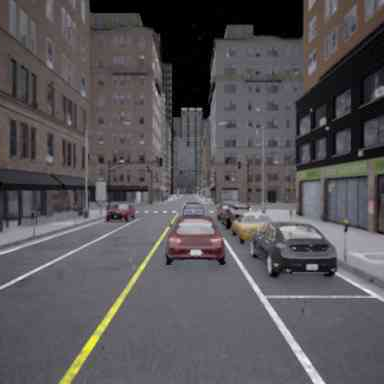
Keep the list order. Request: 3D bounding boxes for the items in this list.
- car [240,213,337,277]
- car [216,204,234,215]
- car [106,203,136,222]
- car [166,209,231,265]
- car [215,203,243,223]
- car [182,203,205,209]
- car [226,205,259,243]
[{"bbox_3d":[2.869,1.565,10.130,2.008,1.369,4.403,-1,0,0],"label":"car"},{"bbox_3d":[2.877,1.593,21.302,1.947,1.339,4.313,-1,0,0],"label":"car"},{"bbox_3d":[-5.665,1.576,26.890,1.887,1.381,4.507,-1,0,0],"label":"car"},{"bbox_3d":[0.107,1.541,11.658,1.812,1.442,4.674,0,0,0],"label":"car"},{"bbox_3d":[2.880,1.615,26.888,1.802,1.307,4.206,-1,0,0],"label":"car"},{"bbox_3d":[0.111,1.581,27.681,2.033,1.411,5.357,0,0,0],"label":"car"},{"bbox_3d":[2.873,1.546,15.886,1.752,1.417,4.829,-1,0,0],"label":"car"}]
